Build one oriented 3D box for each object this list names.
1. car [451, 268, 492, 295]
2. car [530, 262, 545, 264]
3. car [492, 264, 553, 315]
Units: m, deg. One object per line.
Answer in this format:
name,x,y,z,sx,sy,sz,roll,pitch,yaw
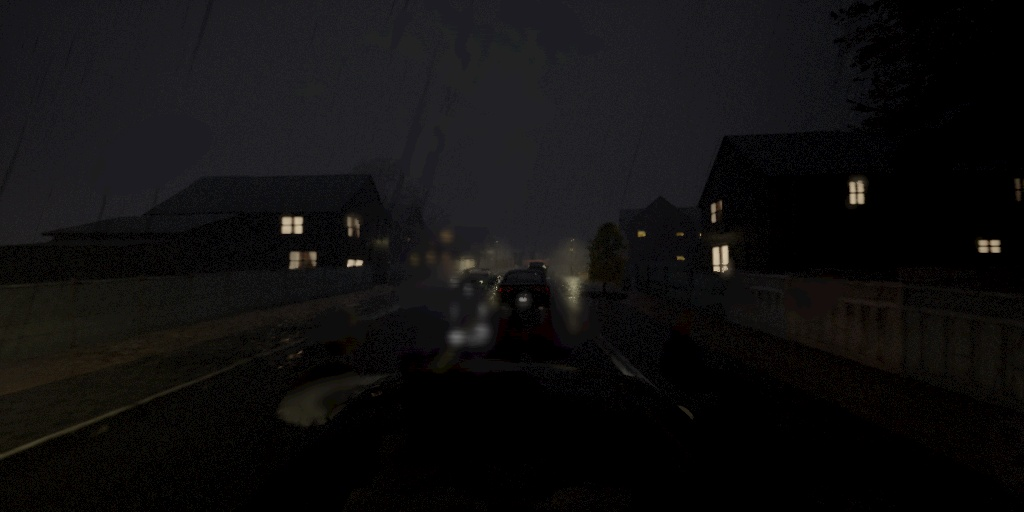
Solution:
car,-2.030,1.383,20.232,1.895,1.301,4.718,0,0,5
car,2.381,1.306,33.393,1.837,1.490,4.892,0,0,8
car,0.507,1.247,13.766,1.882,1.535,5.008,0,0,3
